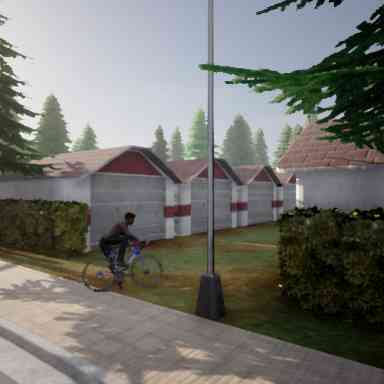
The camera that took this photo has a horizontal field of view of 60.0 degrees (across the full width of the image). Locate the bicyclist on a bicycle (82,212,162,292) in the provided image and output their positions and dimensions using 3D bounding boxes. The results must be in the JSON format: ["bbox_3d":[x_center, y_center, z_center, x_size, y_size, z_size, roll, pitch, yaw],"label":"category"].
[{"bbox_3d":[-1.461,1.248,7.044,1.656,1.620,0.582,-1,-13,-15],"label":"bicyclist on a bicycle"}]
